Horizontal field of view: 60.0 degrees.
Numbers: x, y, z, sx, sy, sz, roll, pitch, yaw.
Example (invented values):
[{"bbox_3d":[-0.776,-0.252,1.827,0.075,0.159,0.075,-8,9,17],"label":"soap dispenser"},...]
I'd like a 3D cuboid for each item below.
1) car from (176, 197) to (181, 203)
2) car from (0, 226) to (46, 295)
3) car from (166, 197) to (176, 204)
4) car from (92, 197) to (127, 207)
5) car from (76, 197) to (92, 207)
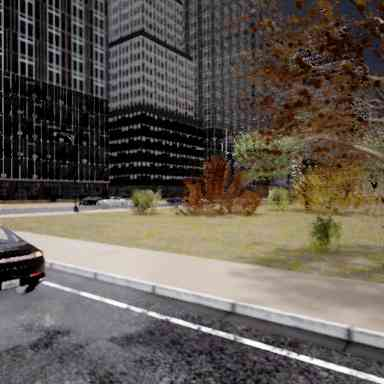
[{"bbox_3d":[-0.331,1.573,62.330,1.895,1.301,4.718,-1,0,37],"label":"car"},{"bbox_3d":[-5.240,1.452,7.425,4.902,1.511,2.128,0,0,35],"label":"car"},{"bbox_3d":[-2.925,1.593,64.288,1.895,1.301,4.718,-1,0,37],"label":"car"},{"bbox_3d":[-11.480,1.423,47.710,1.812,1.442,4.674,-1,-1,37],"label":"car"},{"bbox_3d":[-14.681,1.419,48.859,2.128,1.511,4.902,-1,0,37],"label":"car"}]
